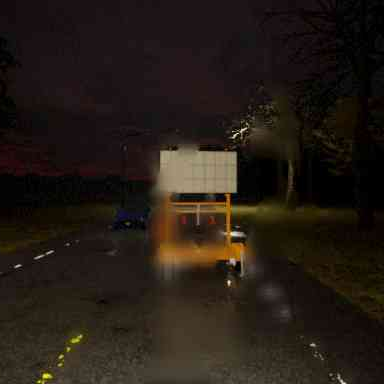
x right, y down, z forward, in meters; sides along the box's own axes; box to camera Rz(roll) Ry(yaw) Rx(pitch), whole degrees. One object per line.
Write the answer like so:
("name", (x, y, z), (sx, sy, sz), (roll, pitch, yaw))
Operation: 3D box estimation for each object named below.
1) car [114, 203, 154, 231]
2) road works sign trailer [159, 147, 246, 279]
("car", (-3.538, 1.475, 20.818), (1.882, 1.535, 5.008), (0, 0, 0))
("road works sign trailer", (0.177, 0.461, 10.104), (2.380, 3.560, 2.880), (0, 0, -8))
